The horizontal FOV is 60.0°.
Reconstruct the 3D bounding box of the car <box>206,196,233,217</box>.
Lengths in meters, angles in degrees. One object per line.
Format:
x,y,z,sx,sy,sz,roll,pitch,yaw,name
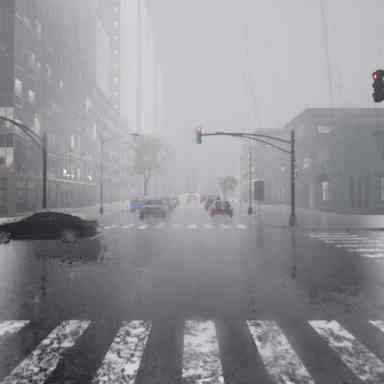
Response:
2.679,1.444,31.011,1.967,1.590,4.097,1,0,0,car

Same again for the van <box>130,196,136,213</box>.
-5.704,1.346,36.639,1.690,1.788,3.998,1,0,0,van

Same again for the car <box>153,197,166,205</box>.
-5.728,1.587,59.335,1.802,1.307,4.206,1,0,0,car

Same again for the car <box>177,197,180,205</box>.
-3.130,1.496,46.926,2.128,1.511,4.902,0,0,0,car

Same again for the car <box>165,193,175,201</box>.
-5.747,1.321,87.705,2.192,1.841,5.009,1,0,0,car

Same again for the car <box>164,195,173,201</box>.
-5.747,1.557,82.031,2.008,1.369,4.403,1,0,0,car

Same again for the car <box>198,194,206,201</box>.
2.630,1.446,87.750,1.967,1.590,4.097,1,0,0,car

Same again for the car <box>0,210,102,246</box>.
-6.434,1.536,14.837,4.674,1.442,1.812,0,0,1,car

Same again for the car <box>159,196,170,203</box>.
-5.737,1.572,70.683,1.947,1.339,4.313,1,0,0,car

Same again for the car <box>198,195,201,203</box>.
2.652,1.321,65.055,2.192,1.841,5.009,1,0,0,car

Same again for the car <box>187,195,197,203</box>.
0.041,1.358,69.588,2.097,1.767,4.553,0,0,0,car

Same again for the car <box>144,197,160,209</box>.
-5.717,1.530,47.817,1.752,1.417,4.829,1,0,0,car

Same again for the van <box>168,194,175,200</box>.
-5.753,1.347,93.379,1.690,1.788,3.998,1,0,0,van

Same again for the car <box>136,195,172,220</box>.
-3.124,1.356,28.127,2.097,1.767,4.553,0,0,0,car

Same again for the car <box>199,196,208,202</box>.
2.638,1.572,76.403,1.947,1.339,4.313,1,0,0,car

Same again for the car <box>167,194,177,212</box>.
-3.129,1.357,37.040,2.097,1.767,4.553,0,0,0,car

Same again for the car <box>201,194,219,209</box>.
2.671,1.320,42.359,2.192,1.841,5.009,1,0,0,car
